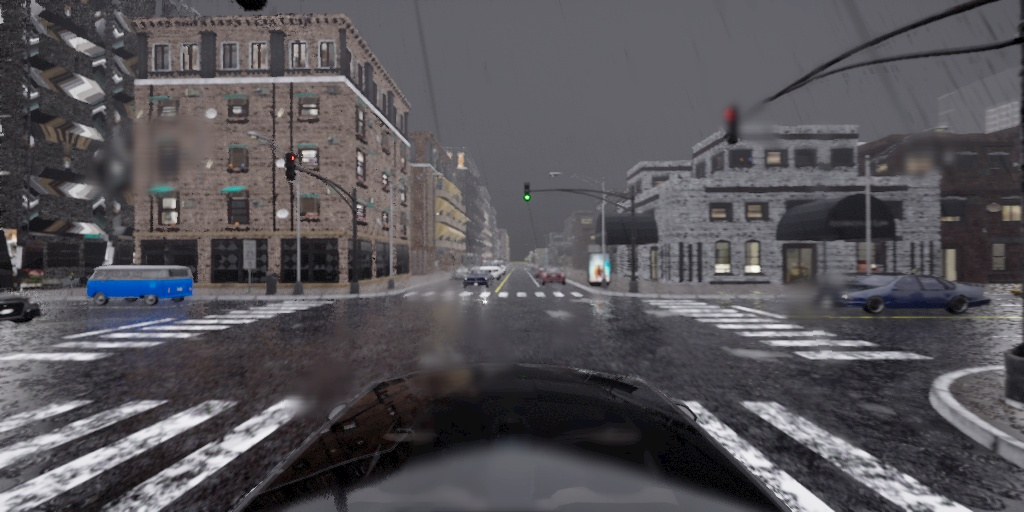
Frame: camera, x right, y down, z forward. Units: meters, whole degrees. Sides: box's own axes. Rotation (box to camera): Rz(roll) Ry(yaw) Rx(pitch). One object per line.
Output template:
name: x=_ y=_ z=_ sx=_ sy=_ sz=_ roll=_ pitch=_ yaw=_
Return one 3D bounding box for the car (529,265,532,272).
car: x=3.671 y=1.925 z=47.048 sx=2.007 sy=1.370 sz=4.403 roll=0 pitch=0 yaw=1

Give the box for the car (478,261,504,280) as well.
car: x=-2.307 y=1.504 z=38.376 sx=2.150 sy=2.045 sz=5.566 roll=0 pitch=-1 yaw=1

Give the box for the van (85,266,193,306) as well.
van: x=-17.416 y=1.343 z=16.831 sx=3.998 sy=1.789 sz=1.690 roll=0 pitch=0 yaw=1

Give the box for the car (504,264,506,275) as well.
car: x=-2.032 y=1.687 z=50.998 sx=2.150 sy=2.045 sz=5.566 roll=0 pitch=-1 yaw=1

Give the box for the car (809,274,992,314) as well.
car: x=14.798 y=1.400 z=13.818 sx=5.357 sy=1.411 sz=2.033 roll=0 pitch=0 yaw=1

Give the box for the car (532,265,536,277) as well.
car: x=3.553 y=1.873 z=41.353 sx=1.802 sy=1.307 sz=4.207 roll=0 pitch=0 yaw=1

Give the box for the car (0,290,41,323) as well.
car: x=-17.509 y=1.529 z=11.044 sx=4.181 sy=1.385 sz=1.994 roll=0 pitch=0 yaw=1

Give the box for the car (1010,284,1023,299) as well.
car: x=25.830 y=1.355 z=16.255 sx=4.829 sy=1.417 sz=1.751 roll=0 pitch=0 yaw=1

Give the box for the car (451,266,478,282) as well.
car: x=-4.945 y=1.811 z=35.819 sx=2.007 sy=1.370 sz=4.403 roll=0 pitch=0 yaw=1

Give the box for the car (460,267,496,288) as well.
car: x=-2.527 y=1.729 z=27.692 sx=1.895 sy=1.301 sz=4.718 roll=0 pitch=-1 yaw=1

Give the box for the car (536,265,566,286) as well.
car: x=3.316 y=1.566 z=29.963 sx=1.967 sy=1.591 sz=4.097 roll=0 pitch=0 yaw=1
